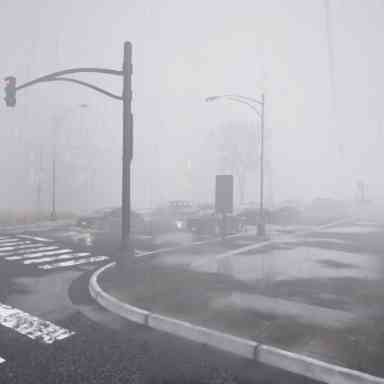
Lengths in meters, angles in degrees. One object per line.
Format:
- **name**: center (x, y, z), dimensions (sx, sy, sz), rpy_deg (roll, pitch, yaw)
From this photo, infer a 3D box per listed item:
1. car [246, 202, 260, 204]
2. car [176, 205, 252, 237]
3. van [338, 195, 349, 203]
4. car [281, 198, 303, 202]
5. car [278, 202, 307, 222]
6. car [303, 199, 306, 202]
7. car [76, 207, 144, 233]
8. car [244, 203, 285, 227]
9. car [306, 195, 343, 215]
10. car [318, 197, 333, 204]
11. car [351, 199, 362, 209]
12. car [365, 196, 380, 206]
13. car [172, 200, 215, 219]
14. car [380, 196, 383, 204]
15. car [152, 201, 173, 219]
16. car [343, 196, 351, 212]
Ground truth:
- **car**: center (6.703, 1.734, 36.284), dimensions (1.895, 1.301, 4.718), rpy_deg (1, 0, 36)
- **car**: center (1.413, 1.696, 19.100), dimensions (2.008, 1.369, 4.403), rpy_deg (1, 0, 36)
- **van**: center (37.864, 1.707, 83.093), dimensions (1.690, 1.788, 3.998), rpy_deg (1, 0, 36)
- **car**: center (12.867, 1.709, 44.597), dimensions (1.812, 1.442, 4.674), rpy_deg (1, 0, 37)
- **car**: center (7.902, 1.779, 27.935), dimensions (1.802, 1.307, 4.206), rpy_deg (1, 0, 36)
- **car**: center (18.044, 1.727, 56.114), dimensions (1.752, 1.417, 4.829), rpy_deg (1, 0, 36)
- **car**: center (-4.929, 1.605, 20.460), dimensions (1.994, 1.385, 4.181), rpy_deg (1, 0, 36)
- **car**: center (4.658, 1.737, 23.518), dimensions (1.947, 1.339, 4.313), rpy_deg (1, 0, 36)
- **car**: center (15.111, 1.569, 37.821), dimensions (2.192, 1.841, 5.009), rpy_deg (1, 0, 36)
- **car**: center (28.003, 1.849, 69.672), dimensions (1.947, 1.339, 4.313), rpy_deg (1, 0, 36)
- **car**: center (24.900, 1.774, 51.291), dimensions (1.967, 1.590, 4.097), rpy_deg (1, 0, 36)
- **car**: center (34.858, 1.941, 64.850), dimensions (1.752, 1.417, 4.829), rpy_deg (1, 0, 36)
- **car**: center (1.026, 1.635, 28.564), dimensions (2.033, 1.411, 5.357), rpy_deg (1, 0, 36)
- **car**: center (41.333, 1.784, 73.660), dimensions (2.192, 1.841, 5.009), rpy_deg (1, 0, 36)
- **car**: center (-1.675, 1.481, 29.485), dimensions (1.967, 1.590, 4.097), rpy_deg (1, 0, 36)
- **car**: center (18.370, 1.721, 42.315), dimensions (1.967, 1.590, 4.097), rpy_deg (1, 0, 36)
